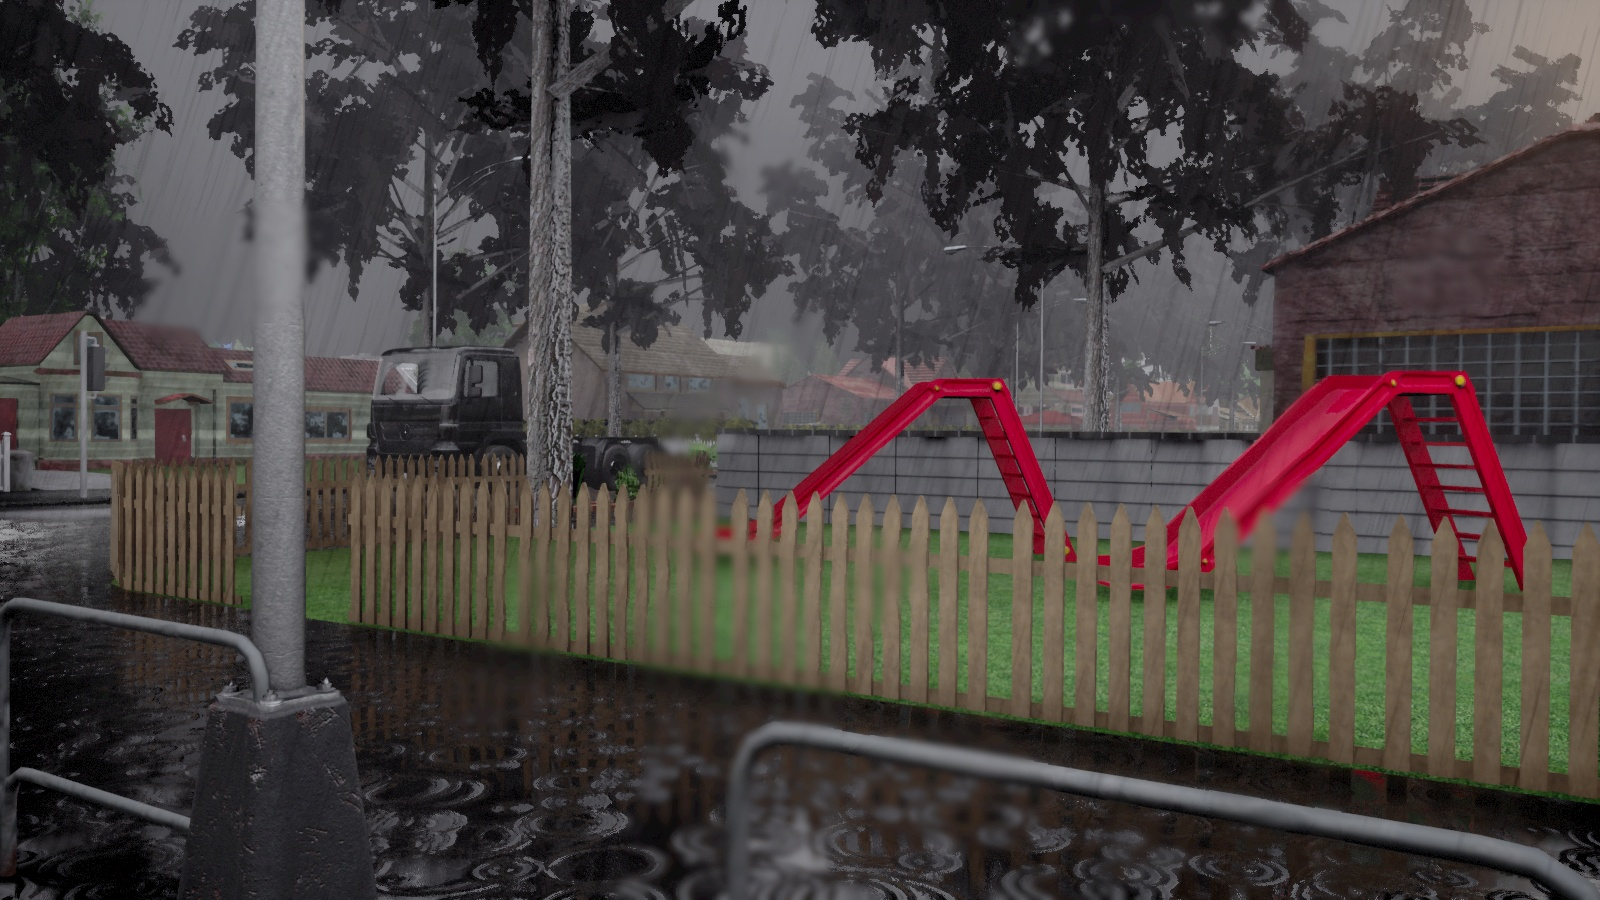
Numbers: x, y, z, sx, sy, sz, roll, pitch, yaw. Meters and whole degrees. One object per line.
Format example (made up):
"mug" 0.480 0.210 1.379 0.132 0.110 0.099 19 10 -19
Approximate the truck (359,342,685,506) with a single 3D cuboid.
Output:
"truck" -6.449 -0.610 30.605 2.891 3.462 7.936 0 1 34
